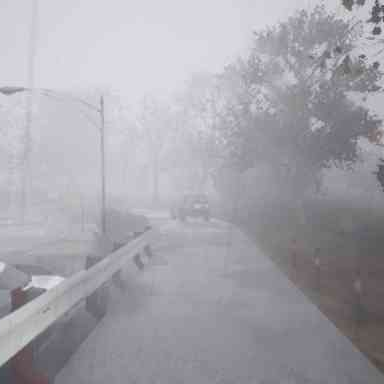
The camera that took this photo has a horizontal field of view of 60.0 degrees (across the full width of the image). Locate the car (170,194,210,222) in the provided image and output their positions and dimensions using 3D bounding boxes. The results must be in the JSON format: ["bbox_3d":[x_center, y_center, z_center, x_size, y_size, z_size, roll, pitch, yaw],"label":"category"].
[{"bbox_3d":[-0.250,1.191,26.086,2.150,2.045,5.566,-1,0,-14],"label":"car"}]

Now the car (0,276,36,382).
[{"bbox_3d":[-6.779,3.562,7.396,5.566,2.045,2.435,-1,5,-18],"label":"car"}]

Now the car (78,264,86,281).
[{"bbox_3d":[-6.550,3.377,13.480,4.792,1.488,2.163,0,4,-18],"label":"car"}]

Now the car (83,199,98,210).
[{"bbox_3d":[-11.007,1.499,37.732,4.718,1.301,1.895,1,4,27],"label":"car"}]

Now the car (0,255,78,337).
[{"bbox_3d":[-6.640,3.329,10.445,5.566,2.045,2.435,0,4,-18],"label":"car"}]
